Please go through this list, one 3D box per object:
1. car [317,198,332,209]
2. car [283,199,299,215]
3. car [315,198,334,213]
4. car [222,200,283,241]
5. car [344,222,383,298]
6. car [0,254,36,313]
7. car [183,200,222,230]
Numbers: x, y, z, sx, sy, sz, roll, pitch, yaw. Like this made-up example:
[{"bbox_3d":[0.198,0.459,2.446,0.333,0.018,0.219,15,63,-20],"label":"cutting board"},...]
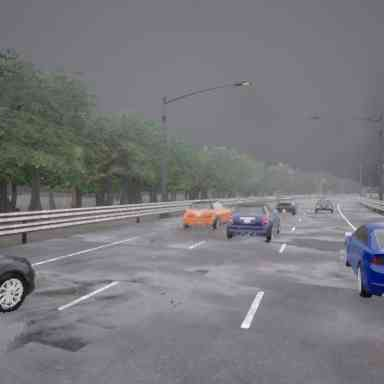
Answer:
[{"bbox_3d":[18.594,1.539,46.536,1.812,1.442,4.674,0,0,24],"label":"car"},{"bbox_3d":[9.624,1.506,33.656,1.837,1.490,4.892,0,0,22],"label":"car"},{"bbox_3d":[14.696,1.553,36.939,2.033,1.411,5.357,0,0,22],"label":"car"},{"bbox_3d":[3.237,1.352,16.964,2.097,1.767,4.553,0,0,20],"label":"car"},{"bbox_3d":[4.968,1.478,8.208,1.882,1.535,5.008,0,0,19],"label":"car"},{"bbox_3d":[-4.690,1.505,5.088,1.837,1.490,4.892,0,0,19],"label":"car"},{"bbox_3d":[1.131,1.352,21.363,2.097,1.767,4.553,0,0,21],"label":"car"}]
